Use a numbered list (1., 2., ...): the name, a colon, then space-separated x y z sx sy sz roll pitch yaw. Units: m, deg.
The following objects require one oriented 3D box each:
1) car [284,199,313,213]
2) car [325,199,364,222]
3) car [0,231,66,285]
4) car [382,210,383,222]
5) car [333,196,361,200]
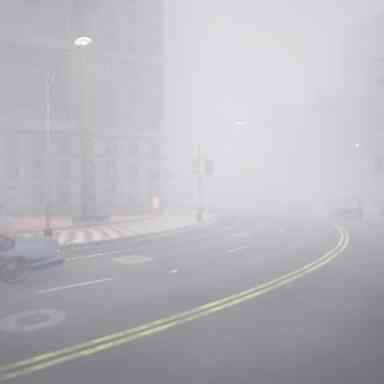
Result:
1. car: 13.048 1.628 41.060 2.097 1.767 4.553 0 -1 -4
2. car: 12.770 1.644 28.042 1.882 1.535 5.008 0 0 11
3. car: -6.069 1.660 8.317 5.357 1.411 2.033 0 -1 -38
4. car: 15.663 1.612 24.659 2.128 1.511 4.902 0 0 14
5. car: 16.913 1.444 37.111 2.150 2.045 5.566 0 0 -1
